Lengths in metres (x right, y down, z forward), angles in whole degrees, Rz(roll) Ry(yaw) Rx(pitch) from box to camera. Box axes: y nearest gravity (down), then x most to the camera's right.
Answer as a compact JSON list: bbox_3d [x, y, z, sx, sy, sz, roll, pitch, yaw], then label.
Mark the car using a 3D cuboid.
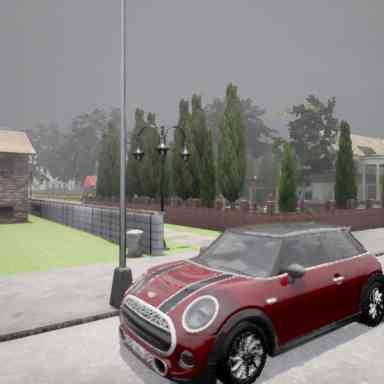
[{"bbox_3d":[1.161,1.352,5.434,4.553,1.767,2.097,0,0,-35],"label":"car"}]
